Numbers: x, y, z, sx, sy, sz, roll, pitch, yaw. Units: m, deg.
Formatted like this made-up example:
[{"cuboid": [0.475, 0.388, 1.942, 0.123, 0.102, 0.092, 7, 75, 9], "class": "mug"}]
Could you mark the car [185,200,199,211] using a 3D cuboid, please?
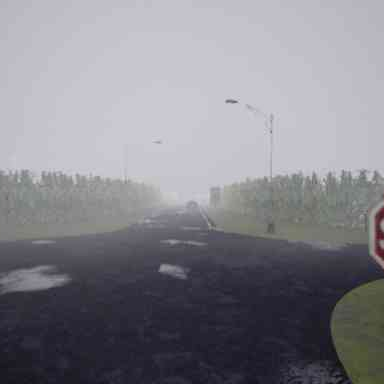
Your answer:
[{"cuboid": [0.041, 2.100, 52.132, 1.837, 1.490, 4.892, 0, -1, 0], "class": "car"}]
